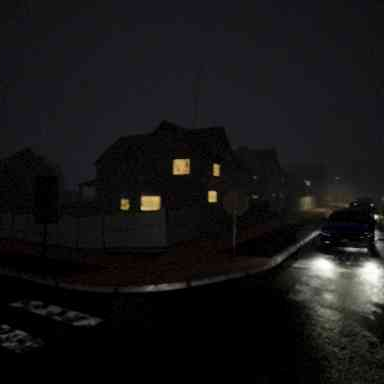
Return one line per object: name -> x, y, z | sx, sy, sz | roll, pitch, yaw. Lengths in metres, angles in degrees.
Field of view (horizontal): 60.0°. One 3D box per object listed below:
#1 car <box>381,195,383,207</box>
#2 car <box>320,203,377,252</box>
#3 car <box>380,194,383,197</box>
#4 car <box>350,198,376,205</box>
car -> 24.994, 1.448, 41.341 | 1.837, 1.490, 4.892 | 0, 0, 29
car -> 6.762, 1.485, 14.293 | 1.882, 1.535, 5.008 | 0, 0, 29
car -> 29.910, 1.167, 50.293 | 2.150, 2.045, 5.566 | 0, 0, 29
car -> 12.198, 1.462, 24.178 | 2.128, 1.511, 4.902 | 0, 0, 29
